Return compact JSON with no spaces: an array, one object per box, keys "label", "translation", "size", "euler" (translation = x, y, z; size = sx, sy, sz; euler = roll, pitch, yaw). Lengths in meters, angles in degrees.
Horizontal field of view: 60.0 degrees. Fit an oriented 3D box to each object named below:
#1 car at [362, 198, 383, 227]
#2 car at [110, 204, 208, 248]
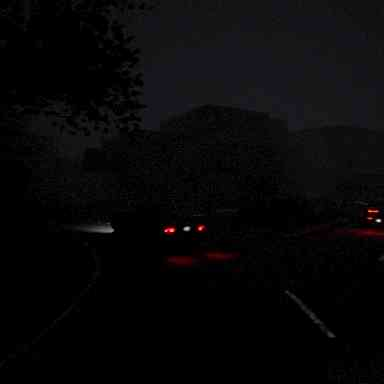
[{"label":"car","translation":[10.751,1.080,18.070],"size":[1.837,1.490,4.892],"euler":[2,3,42]},{"label":"car","translation":[-1.508,1.185,12.989],"size":[2.033,1.411,5.357],"euler":[0,2,-32]}]
